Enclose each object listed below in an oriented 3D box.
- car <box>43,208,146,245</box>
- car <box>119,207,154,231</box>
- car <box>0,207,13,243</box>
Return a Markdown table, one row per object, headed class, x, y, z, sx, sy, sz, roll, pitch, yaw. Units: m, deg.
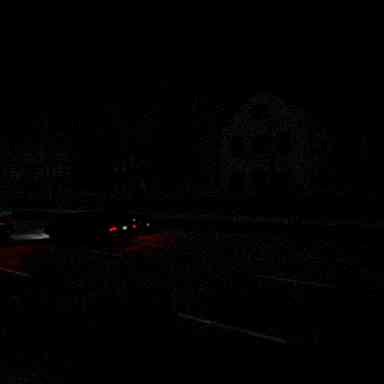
| class | x | y | z | sx | sy | sz | roll | pitch | yaw |
| --- | --- | --- | --- | --- | --- | --- | --- | --- | --- |
| car | -5.007 | 1.659 | 16.162 | 5.357 | 1.411 | 2.033 | -1 | 0 | 36 |
| car | -4.351 | 1.651 | 19.995 | 4.674 | 1.442 | 1.812 | 0 | 0 | 36 |
| car | -10.396 | 1.638 | 15.710 | 4.902 | 1.511 | 2.128 | 0 | 0 | 36 |
